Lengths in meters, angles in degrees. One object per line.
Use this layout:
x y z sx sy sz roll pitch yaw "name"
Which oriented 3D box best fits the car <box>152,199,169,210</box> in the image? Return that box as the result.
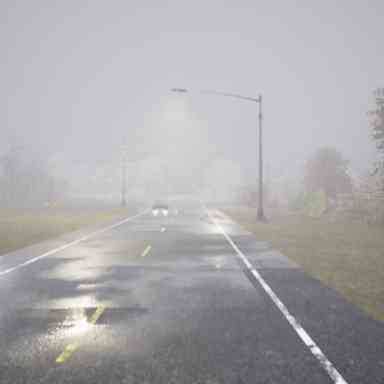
-3.937 1.595 42.117 1.994 1.385 4.181 0 0 -3 "car"
